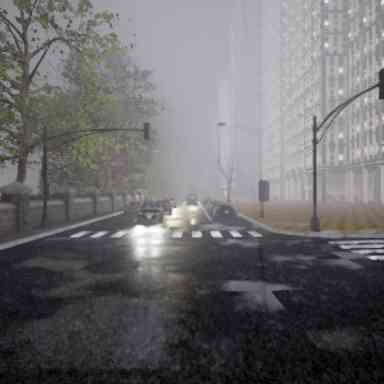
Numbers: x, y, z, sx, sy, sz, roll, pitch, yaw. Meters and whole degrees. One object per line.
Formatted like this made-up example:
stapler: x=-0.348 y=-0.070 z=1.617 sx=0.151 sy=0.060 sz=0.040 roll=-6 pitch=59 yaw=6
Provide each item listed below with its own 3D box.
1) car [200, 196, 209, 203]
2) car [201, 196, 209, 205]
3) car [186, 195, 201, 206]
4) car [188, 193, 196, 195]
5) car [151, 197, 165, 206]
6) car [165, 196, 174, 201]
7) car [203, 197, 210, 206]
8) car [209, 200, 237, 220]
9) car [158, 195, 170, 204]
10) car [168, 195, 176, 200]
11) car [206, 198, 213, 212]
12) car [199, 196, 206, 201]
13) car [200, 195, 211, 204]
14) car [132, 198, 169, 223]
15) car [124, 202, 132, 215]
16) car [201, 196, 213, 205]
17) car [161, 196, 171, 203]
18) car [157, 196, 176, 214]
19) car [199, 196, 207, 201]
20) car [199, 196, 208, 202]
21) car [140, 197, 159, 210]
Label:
car: x=2.713 y=1.634 z=72.915 sx=2.008 sy=1.369 sz=4.403 roll=0 pitch=0 yaw=0
car: x=2.708 y=1.598 z=56.020 sx=1.887 sy=1.381 sz=4.507 roll=0 pitch=0 yaw=0
car: x=0.016 y=1.599 z=54.727 sx=2.033 sy=1.411 sz=5.357 roll=0 pitch=0 yaw=0
car: x=0.019 y=1.307 z=65.174 sx=2.150 sy=2.045 sz=5.566 roll=0 pitch=0 yaw=0
car: x=-5.672 y=1.579 z=55.852 sx=1.752 sy=1.417 sz=4.829 roll=0 pitch=0 yaw=0
car: x=-5.664 y=1.650 z=84.182 sx=1.887 sy=1.381 sz=4.507 roll=0 pitch=0 yaw=0
car: x=2.703 y=1.597 z=39.122 sx=1.947 sy=1.339 sz=4.313 roll=0 pitch=0 yaw=0
car: x=2.699 y=1.585 z=27.856 sx=1.947 sy=1.339 sz=4.313 roll=0 pitch=0 yaw=0
car: x=-5.668 y=1.514 z=67.285 sx=1.967 sy=1.590 sz=4.097 roll=0 pitch=0 yaw=0
car: x=-5.661 y=1.675 z=95.447 sx=1.887 sy=1.381 sz=4.507 roll=0 pitch=0 yaw=0
car: x=2.701 y=1.591 z=33.489 sx=1.947 sy=1.339 sz=4.313 roll=0 pitch=0 yaw=0
car: x=2.718 y=1.698 z=89.812 sx=1.802 sy=1.307 sz=4.206 roll=0 pitch=0 yaw=0
car: x=2.712 y=1.513 z=67.283 sx=1.967 sy=1.590 sz=4.097 roll=0 pitch=0 yaw=0
car: x=-3.143 y=1.510 z=26.015 sx=2.128 sy=1.511 sz=4.902 roll=0 pitch=0 yaw=-3
car: x=-5.679 y=1.608 z=33.491 sx=1.802 sy=1.307 sz=4.206 roll=0 pitch=0 yaw=0
car: x=2.710 y=1.503 z=61.651 sx=1.967 sy=1.590 sz=4.097 roll=0 pitch=0 yaw=0
car: x=-5.668 y=1.628 z=72.918 sx=1.887 sy=1.381 sz=4.507 roll=0 pitch=0 yaw=0
car: x=-3.082 y=1.506 z=36.363 sx=1.882 sy=1.535 sz=5.008 roll=0 pitch=0 yaw=0
car: x=2.716 y=1.686 z=84.180 sx=1.802 sy=1.307 sz=4.206 roll=0 pitch=0 yaw=0
car: x=2.715 y=1.644 z=78.547 sx=2.008 sy=1.369 sz=4.403 roll=0 pitch=0 yaw=0
car: x=-5.675 y=1.479 z=44.757 sx=1.967 sy=1.590 sz=4.097 roll=0 pitch=0 yaw=0
